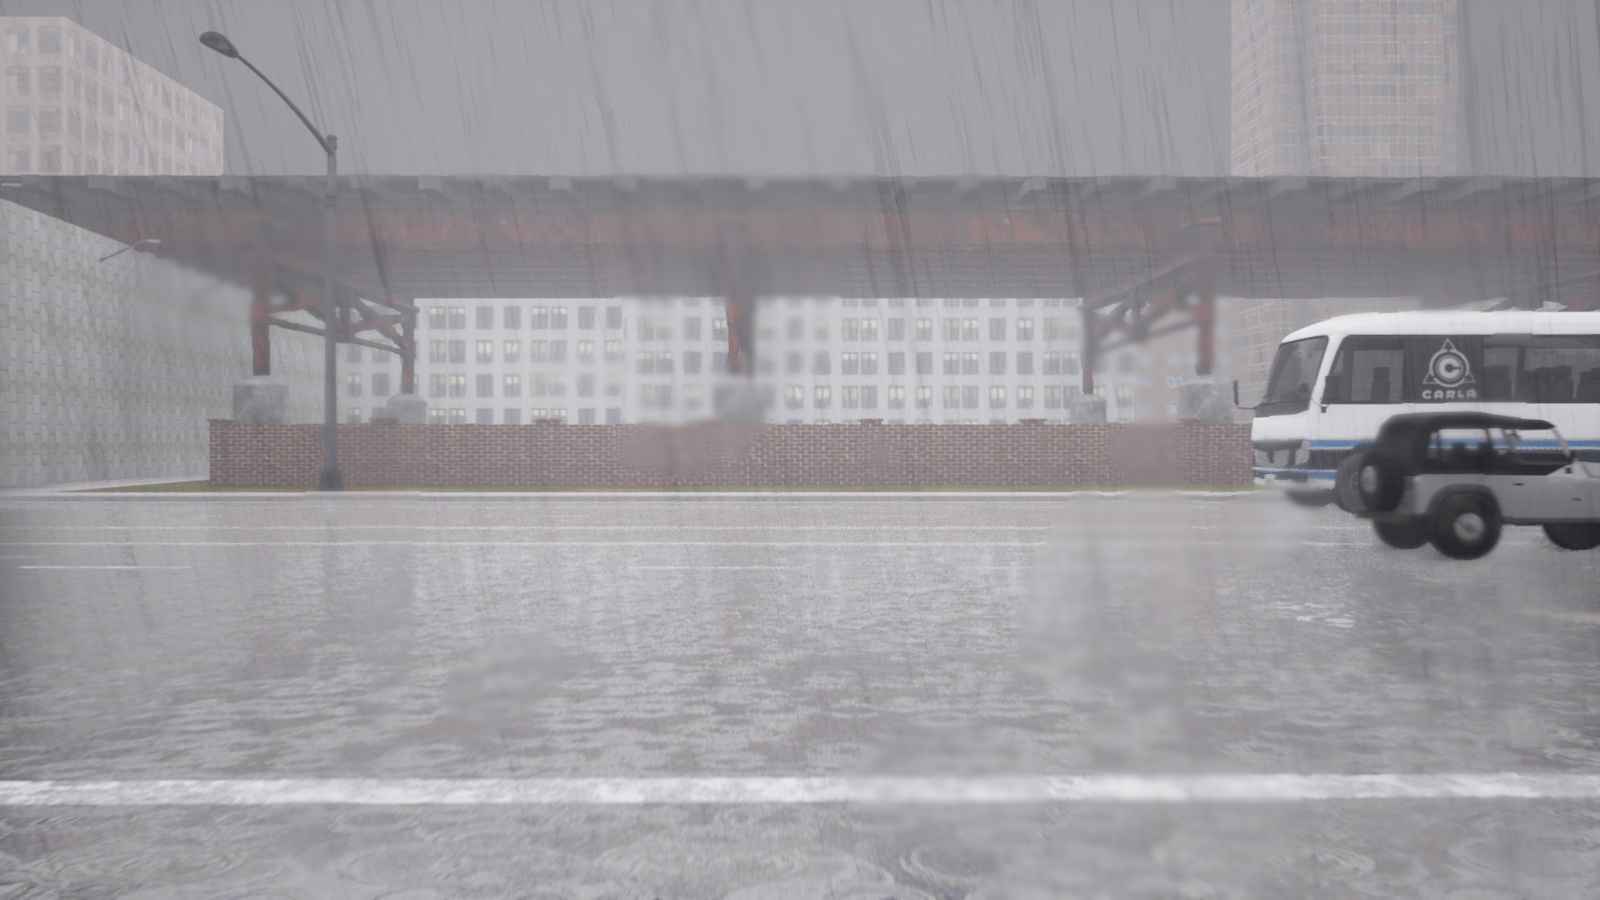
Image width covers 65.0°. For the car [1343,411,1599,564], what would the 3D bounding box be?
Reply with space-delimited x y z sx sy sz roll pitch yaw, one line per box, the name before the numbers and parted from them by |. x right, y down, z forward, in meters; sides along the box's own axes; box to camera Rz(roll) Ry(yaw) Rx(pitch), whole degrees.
car | 9.450 0.457 16.435 3.866 1.878 1.905 0 0 1

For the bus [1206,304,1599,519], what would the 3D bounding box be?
bus | 14.458 -0.770 26.838 10.273 4.253 3.944 0 0 1
